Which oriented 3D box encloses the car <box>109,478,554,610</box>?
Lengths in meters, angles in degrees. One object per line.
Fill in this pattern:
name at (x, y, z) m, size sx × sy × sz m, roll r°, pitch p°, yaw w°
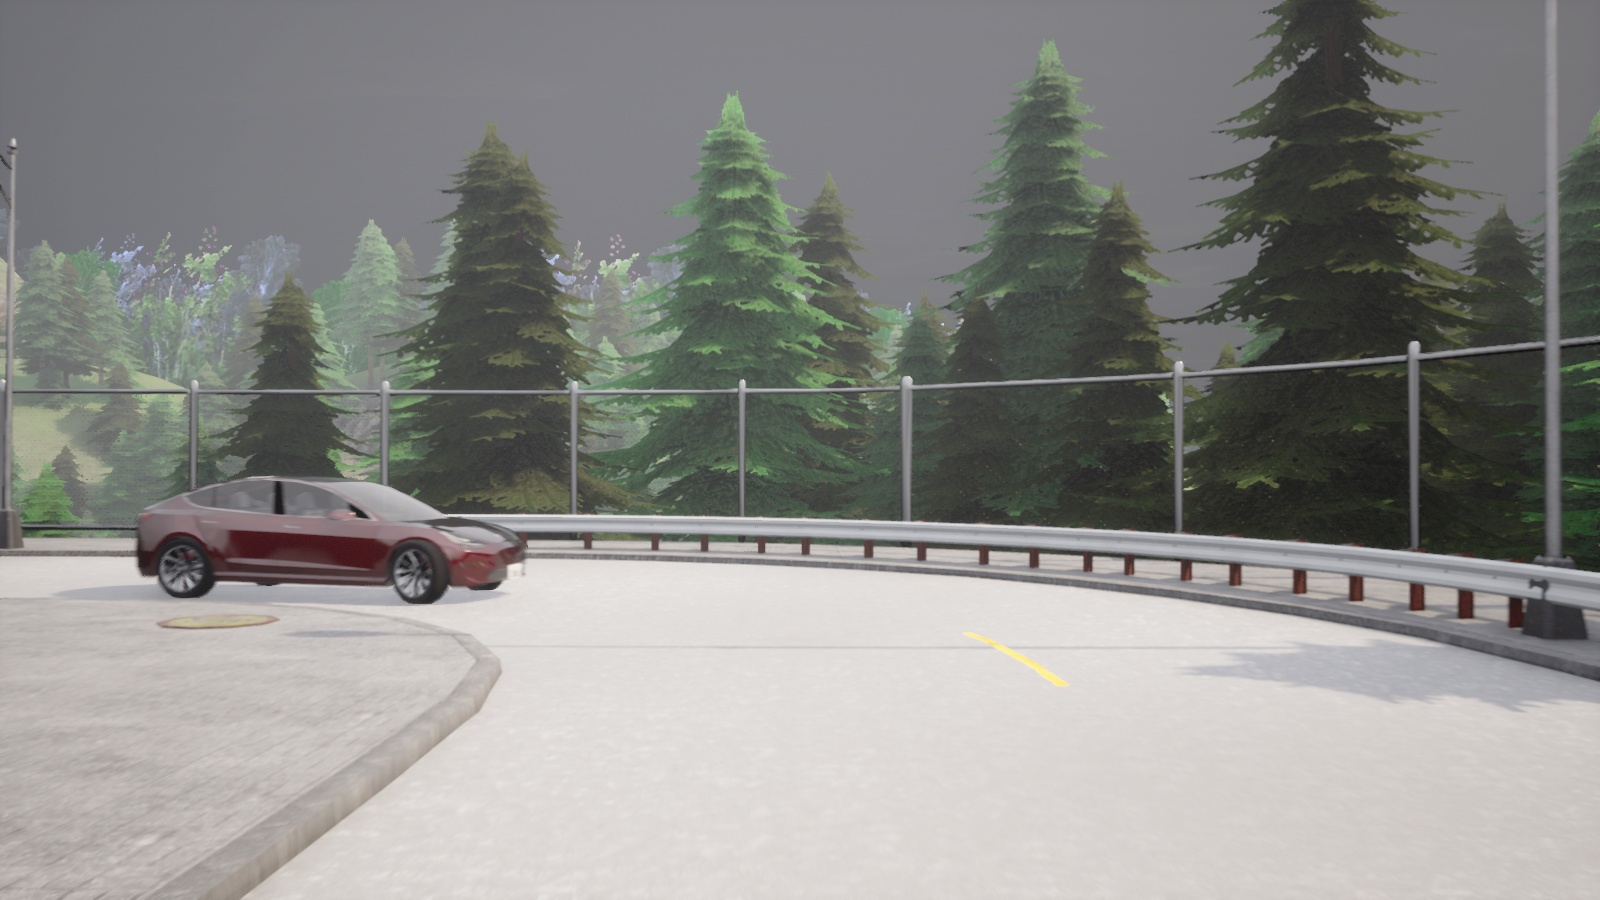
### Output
car at (-5.754, 1.102, 15.734) m, size 4.792 × 1.488 × 2.163 m, roll 0°, pitch -1°, yaw 11°
